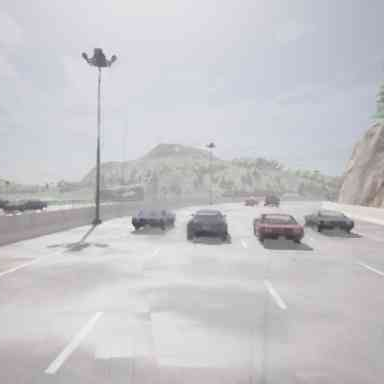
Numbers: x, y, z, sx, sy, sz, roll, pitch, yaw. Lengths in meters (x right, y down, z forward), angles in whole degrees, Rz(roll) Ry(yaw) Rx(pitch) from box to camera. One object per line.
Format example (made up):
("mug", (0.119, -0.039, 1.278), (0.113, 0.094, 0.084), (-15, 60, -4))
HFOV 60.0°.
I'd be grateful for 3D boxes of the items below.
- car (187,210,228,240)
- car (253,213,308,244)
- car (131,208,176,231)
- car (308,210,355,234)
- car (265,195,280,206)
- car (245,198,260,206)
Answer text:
("car", (0.878, 1.620, 17.377), (1.994, 1.385, 4.181), (1, 0, 6))
("car", (4.098, 1.696, 16.473), (1.895, 1.301, 4.718), (1, 0, 6))
("car", (-2.222, 1.624, 20.751), (1.895, 1.301, 4.718), (1, 0, 7))
("car", (8.354, 1.763, 20.717), (1.895, 1.301, 4.718), (1, 0, 7))
("car", (15.092, 1.575, 62.129), (2.150, 2.045, 5.566), (0, 0, 23))
("car", (11.298, 1.781, 61.897), (1.882, 1.535, 5.008), (0, -1, 22))
